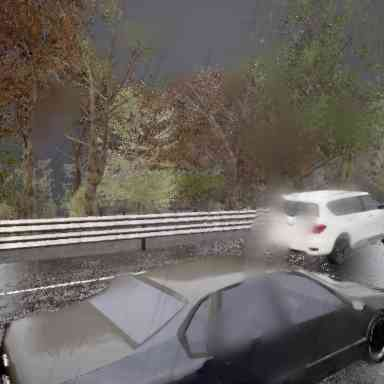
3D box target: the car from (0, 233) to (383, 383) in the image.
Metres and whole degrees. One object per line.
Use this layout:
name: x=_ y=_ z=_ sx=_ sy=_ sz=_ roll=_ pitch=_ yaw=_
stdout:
car: x=0.588 y=1.548 z=4.111 sx=5.357 sy=1.411 sz=2.033 roll=0 pitch=0 yaw=-35

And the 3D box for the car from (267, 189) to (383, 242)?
car: x=5.013 y=0.934 z=11.427 sx=5.566 sy=2.045 sz=2.150 roll=-6 pitch=7 yaw=-35
